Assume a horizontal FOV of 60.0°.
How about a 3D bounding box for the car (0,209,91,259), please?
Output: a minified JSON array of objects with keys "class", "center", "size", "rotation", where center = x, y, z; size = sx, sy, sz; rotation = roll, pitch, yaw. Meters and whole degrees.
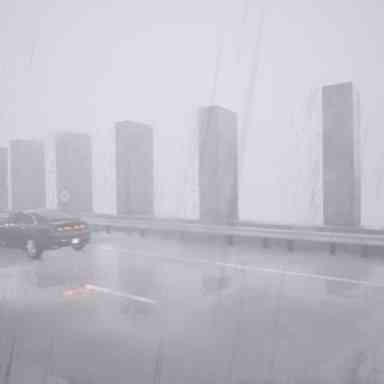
[{"class":"car","center":[-5.759,1.400,12.161],"size":[4.892,1.490,1.837],"rotation":[-2,0,35]}]
